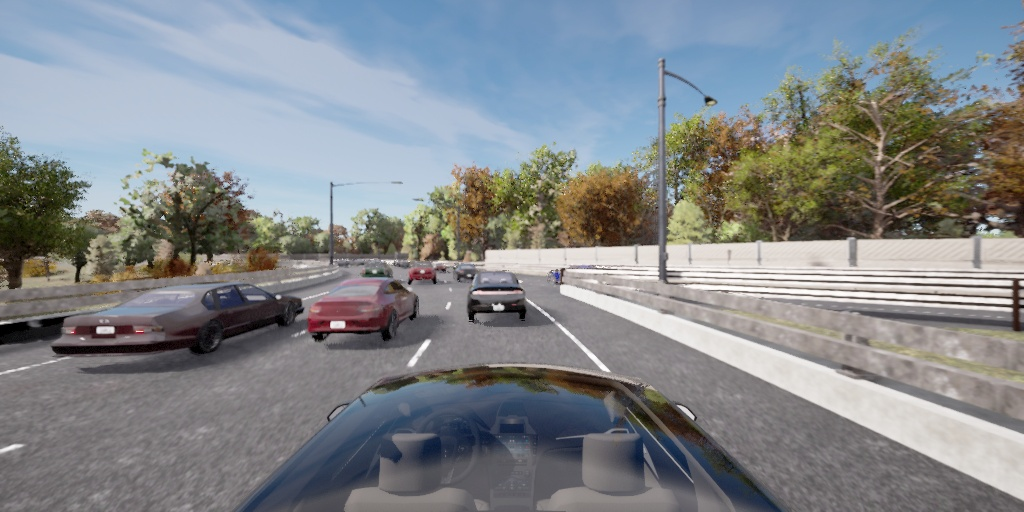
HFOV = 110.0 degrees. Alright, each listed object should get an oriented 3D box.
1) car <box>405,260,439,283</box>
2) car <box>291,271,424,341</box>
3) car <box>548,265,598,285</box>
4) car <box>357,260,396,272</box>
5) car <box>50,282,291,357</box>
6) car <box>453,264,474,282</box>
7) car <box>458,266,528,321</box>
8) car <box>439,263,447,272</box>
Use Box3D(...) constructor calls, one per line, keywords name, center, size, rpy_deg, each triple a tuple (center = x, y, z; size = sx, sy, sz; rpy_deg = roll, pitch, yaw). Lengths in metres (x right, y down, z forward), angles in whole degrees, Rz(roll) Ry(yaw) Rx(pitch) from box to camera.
Box3D(name="car", center=(-7.196, 1.204, 28.855), size=(2.097, 1.767, 4.553), rpy_deg=(0, 0, -14))
Box3D(name="car", center=(-3.879, 1.313, 9.976), size=(1.812, 1.442, 4.674), rpy_deg=(0, 0, -4))
Box3D(name="car", center=(4.541, 1.341, 25.044), size=(1.812, 1.442, 4.674), rpy_deg=(0, 0, -39))
Box3D(name="car", center=(-10.796, 1.216, 28.837), size=(2.097, 1.767, 4.553), rpy_deg=(0, 0, -14))
Box3D(name="car", center=(-7.265, 1.344, 8.756), size=(2.033, 1.411, 5.357), rpy_deg=(0, 0, -4))
Box3D(name="car", center=(-3.907, 1.370, 30.176), size=(1.812, 1.442, 4.674), rpy_deg=(0, 0, -14))
Box3D(name="car", center=(-0.610, 1.274, 12.629), size=(2.128, 1.511, 4.902), rpy_deg=(0, 0, -5))
Box3D(name="car", center=(-10.250, 1.510, 47.979), size=(1.895, 1.301, 4.718), rpy_deg=(0, 0, -25))
